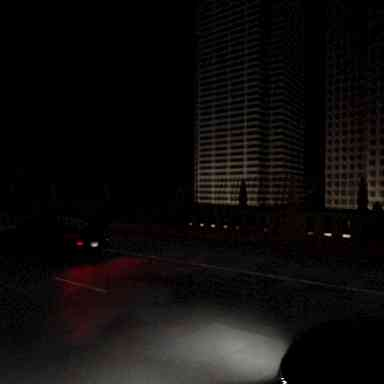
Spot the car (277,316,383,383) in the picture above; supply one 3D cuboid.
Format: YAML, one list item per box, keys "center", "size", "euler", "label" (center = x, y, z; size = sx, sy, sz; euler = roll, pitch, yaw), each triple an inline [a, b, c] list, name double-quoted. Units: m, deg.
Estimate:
- center: [2.940, 1.514, 1.895]
  size: [4.892, 1.490, 1.837]
  euler: [1, 0, 35]
  label: "car"

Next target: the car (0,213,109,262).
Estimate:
- center: [-4.939, 1.457, 11.812]
  size: [4.674, 1.442, 1.812]
  euler: [0, 0, 35]
  label: "car"
